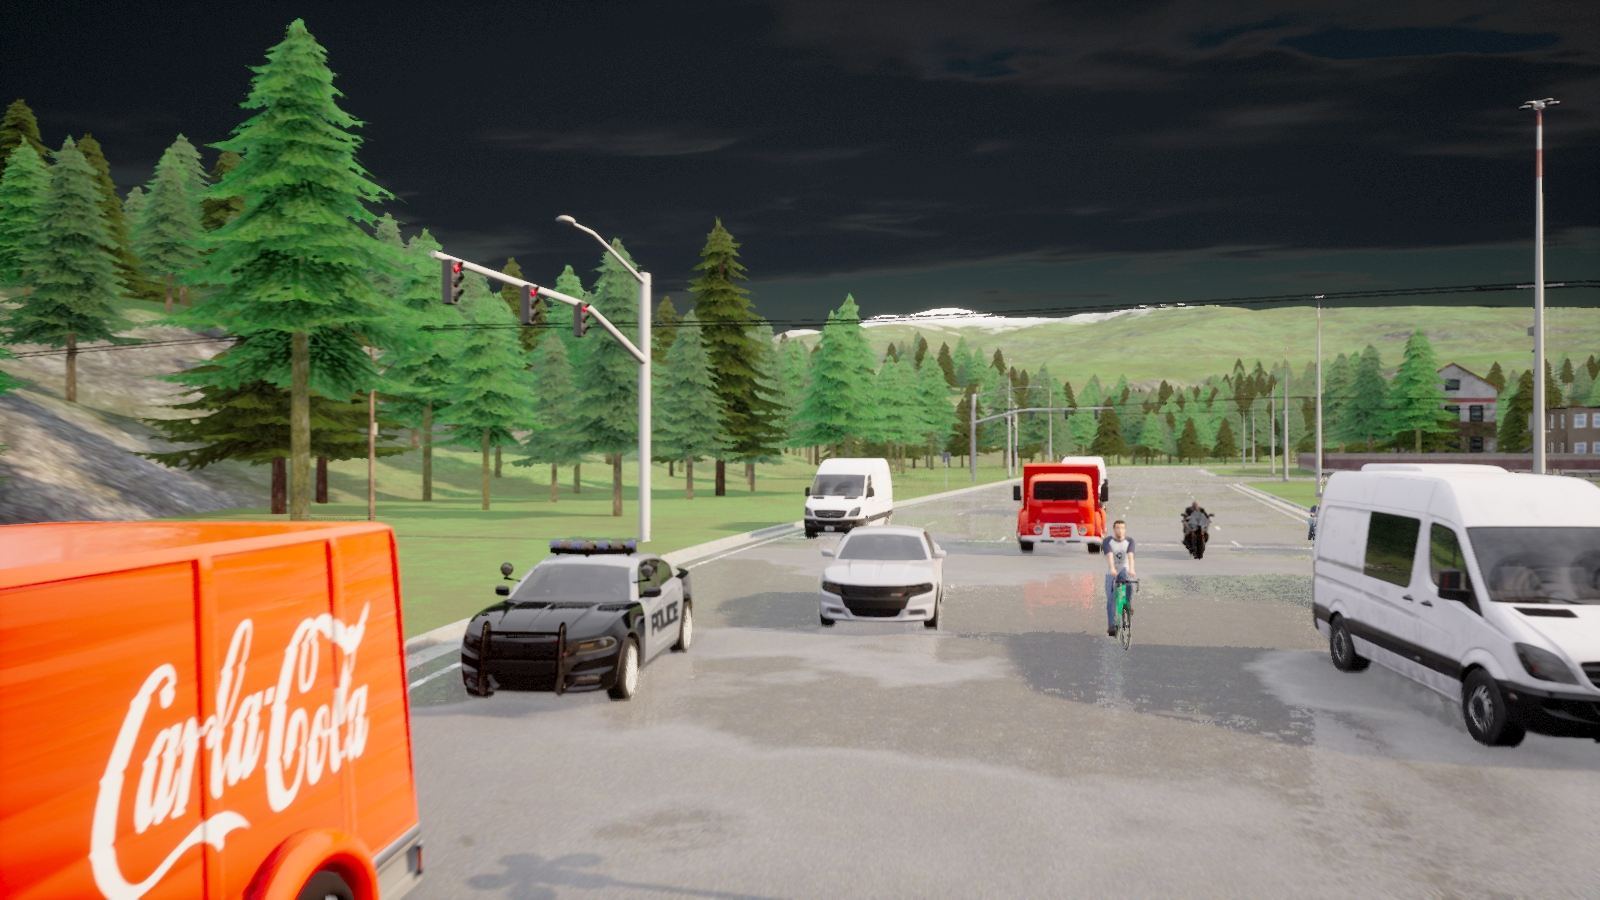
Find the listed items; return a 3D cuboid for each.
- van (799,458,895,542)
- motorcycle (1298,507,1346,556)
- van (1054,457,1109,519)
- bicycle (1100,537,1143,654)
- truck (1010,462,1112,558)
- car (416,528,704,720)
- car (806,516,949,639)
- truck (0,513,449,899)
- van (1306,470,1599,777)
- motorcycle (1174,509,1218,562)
[{"bbox_3d":[1.690,1.580,38.505,1.988,2.561,5.915,0,0,15],"label":"van"},{"bbox_3d":[14.380,2.224,31.518,0.803,1.199,2.033,0,0,13],"label":"motorcycle"},{"bbox_3d":[12.478,1.594,50.399,1.988,2.561,5.915,0,0,17],"label":"van"},{"bbox_3d":[4.670,2.077,16.651,0.373,1.496,1.643,0,0,8],"label":"bicycle"},{"bbox_3d":[7.475,1.609,32.746,2.627,2.467,5.204,0,0,13],"label":"truck"},{"bbox_3d":[-2.760,2.000,14.633,2.097,1.638,5.238,0,0,6],"label":"car"},{"bbox_3d":[1.488,2.058,19.719,2.097,1.535,5.006,0,0,8],"label":"car"},{"bbox_3d":[-3.395,1.578,3.901,2.627,2.467,5.204,0,0,2],"label":"truck"},{"bbox_3d":[7.700,1.552,12.788,1.988,2.561,5.915,0,0,6],"label":"van"},{"bbox_3d":[10.500,2.242,30.348,0.867,1.251,2.209,0,0,13],"label":"motorcycle"}]
